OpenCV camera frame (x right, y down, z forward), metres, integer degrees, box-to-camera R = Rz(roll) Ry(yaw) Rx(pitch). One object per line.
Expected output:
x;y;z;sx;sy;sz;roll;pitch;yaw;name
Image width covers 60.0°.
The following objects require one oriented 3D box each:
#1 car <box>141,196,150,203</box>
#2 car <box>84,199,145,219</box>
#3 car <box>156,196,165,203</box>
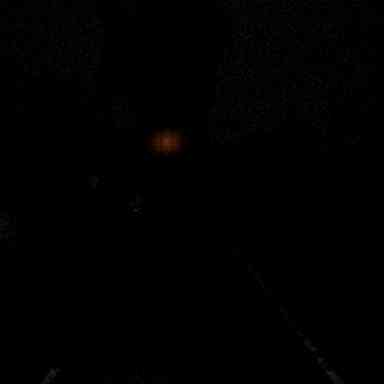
-10.691;1.708;76.345;1.994;1.385;4.181;0;0;-1;car
-6.940;1.613;29.371;4.892;1.490;1.837;0;0;-3;car
-7.197;1.708;76.586;1.994;1.385;4.181;0;0;-1;car
